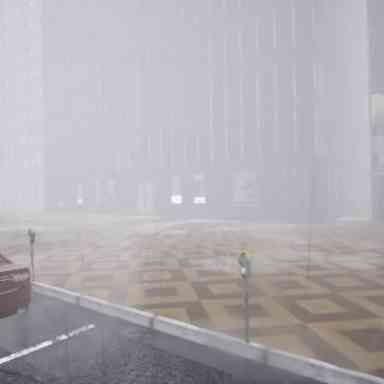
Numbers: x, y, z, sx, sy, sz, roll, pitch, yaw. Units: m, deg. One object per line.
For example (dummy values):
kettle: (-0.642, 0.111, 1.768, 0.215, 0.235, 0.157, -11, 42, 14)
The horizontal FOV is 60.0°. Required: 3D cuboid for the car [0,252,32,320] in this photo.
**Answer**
car: (-4.871, 1.581, 6.367, 4.507, 1.381, 1.887, 0, -1, 36)
